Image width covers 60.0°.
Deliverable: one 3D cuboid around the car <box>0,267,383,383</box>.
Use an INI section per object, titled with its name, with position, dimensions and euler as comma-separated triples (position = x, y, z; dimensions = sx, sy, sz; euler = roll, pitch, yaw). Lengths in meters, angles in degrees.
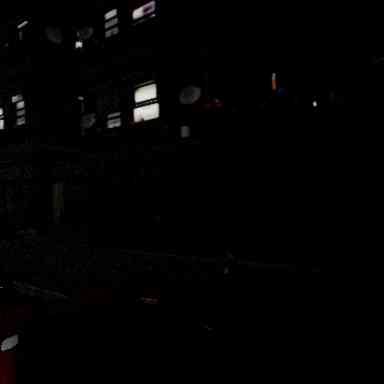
[car]
position = -0.560, 1.566, 3.137
dimensions = 4.507, 1.381, 1.887
euler = -1, -2, 35
